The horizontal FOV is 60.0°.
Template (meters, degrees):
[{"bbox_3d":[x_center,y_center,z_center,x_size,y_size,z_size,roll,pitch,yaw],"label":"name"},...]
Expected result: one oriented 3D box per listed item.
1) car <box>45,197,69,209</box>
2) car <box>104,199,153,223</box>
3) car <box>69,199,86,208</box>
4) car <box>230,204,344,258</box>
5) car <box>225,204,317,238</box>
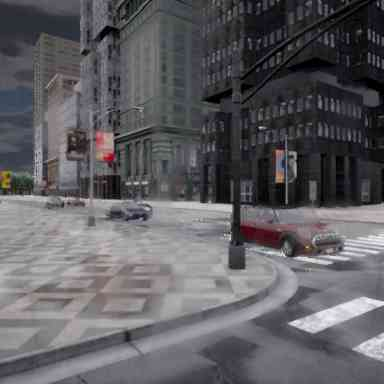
[{"bbox_3d":[-18.579,1.498,45.068,1.837,1.490,4.892,0,-1,-35],"label":"car"},{"bbox_3d":[-5.170,1.535,26.104,2.033,1.411,5.357,0,0,-35],"label":"car"},{"bbox_3d":[-17.042,1.598,48.543,1.895,1.301,4.718,0,0,-35],"label":"car"},{"bbox_3d":[3.515,1.350,12.990,2.097,1.767,4.553,0,0,-28],"label":"car"},{"bbox_3d":[4.241,1.491,18.626,1.837,1.490,4.892,0,0,-38],"label":"car"}]
